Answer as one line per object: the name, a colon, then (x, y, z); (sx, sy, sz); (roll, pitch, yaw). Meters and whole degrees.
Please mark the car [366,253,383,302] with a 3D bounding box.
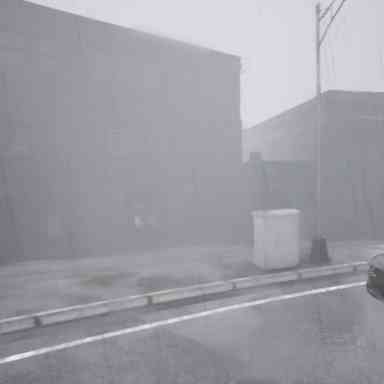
car: (5.803, 1.446, 6.644); (5.008, 1.535, 1.882); (0, 0, -22)
